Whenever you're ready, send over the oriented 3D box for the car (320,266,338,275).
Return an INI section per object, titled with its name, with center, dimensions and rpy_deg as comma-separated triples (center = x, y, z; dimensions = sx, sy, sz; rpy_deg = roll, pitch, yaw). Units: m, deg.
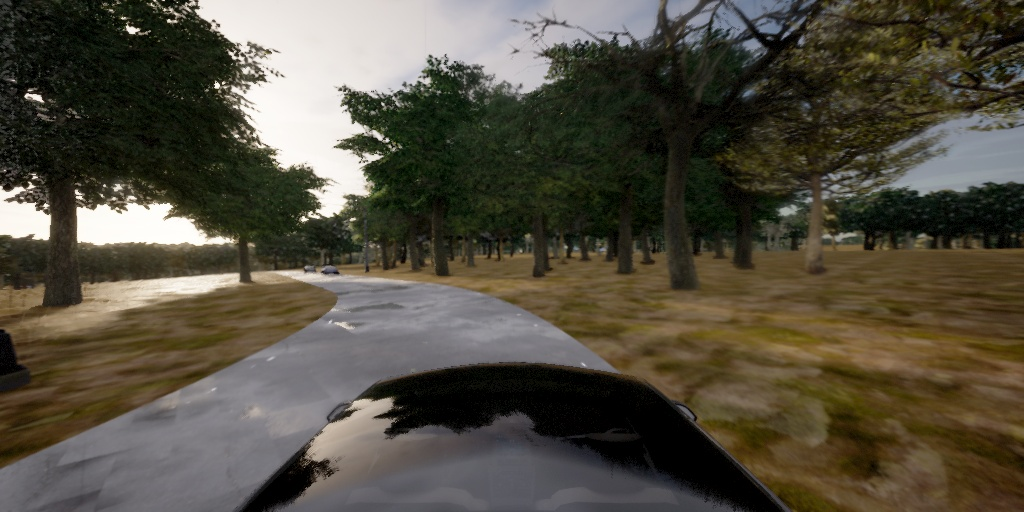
[car]
center = -27.722, 2.162, 54.371
dimensions = 1.994, 1.385, 4.181
rpy_deg = -2, 0, -36
